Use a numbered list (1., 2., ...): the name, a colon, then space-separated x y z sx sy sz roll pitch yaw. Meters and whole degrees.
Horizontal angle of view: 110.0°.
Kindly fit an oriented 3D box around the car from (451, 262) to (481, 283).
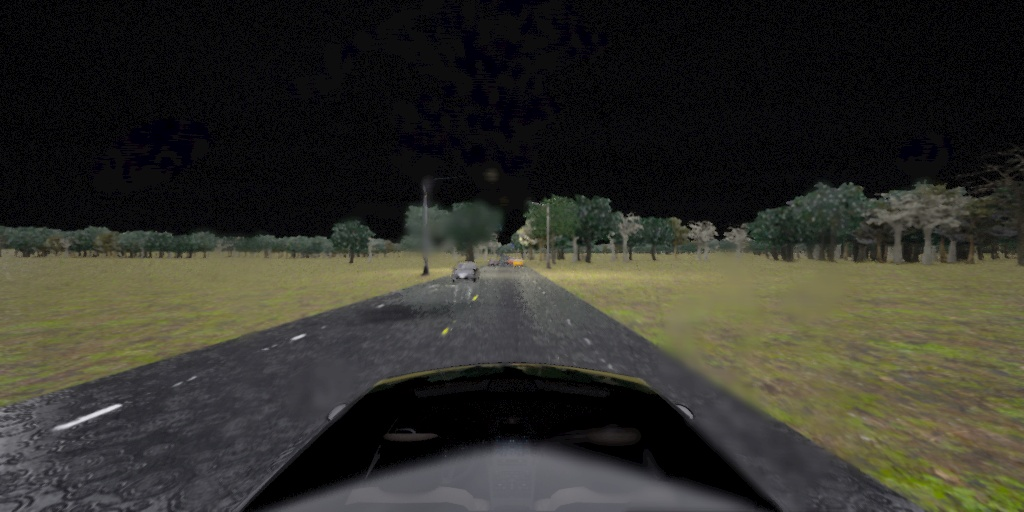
1. car: -3.584 1.259 28.468 2.128 1.511 4.902 0 0 0
